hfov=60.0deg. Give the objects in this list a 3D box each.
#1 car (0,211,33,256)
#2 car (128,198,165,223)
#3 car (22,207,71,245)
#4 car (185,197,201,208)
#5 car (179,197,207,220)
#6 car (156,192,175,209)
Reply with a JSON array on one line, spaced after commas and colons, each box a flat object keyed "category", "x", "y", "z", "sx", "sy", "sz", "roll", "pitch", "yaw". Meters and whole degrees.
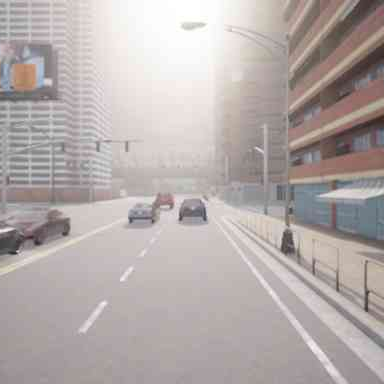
[{"category": "car", "x": -6.999, "y": 1.511, "z": 10.245, "sx": 1.994, "sy": 1.385, "sz": 4.181, "roll": 0, "pitch": 0, "yaw": 0}, {"category": "car", "x": -3.398, "y": 1.422, "z": 24.267, "sx": 2.033, "sy": 1.411, "sz": 5.357, "roll": 0, "pitch": 0, "yaw": 0}, {"category": "car", "x": -7.024, "y": 1.447, "z": 15.174, "sx": 1.812, "sy": 1.442, "sz": 4.674, "roll": 0, "pitch": 0, "yaw": 1}, {"category": "car", "x": 0.097, "y": 1.338, "z": 43.490, "sx": 1.994, "sy": 1.385, "sz": 4.181, "roll": 0, "pitch": 0, "yaw": 0}, {"category": "car", "x": 0.072, "y": 1.215, "z": 26.458, "sx": 2.097, "sy": 1.767, "sz": 4.553, "roll": 0, "pitch": 0, "yaw": 0}, {"category": "car", "x": -3.399, "y": 1.004, "z": 42.416, "sx": 2.150, "sy": 2.045, "sz": 5.566, "roll": 0, "pitch": 1, "yaw": 0}]
